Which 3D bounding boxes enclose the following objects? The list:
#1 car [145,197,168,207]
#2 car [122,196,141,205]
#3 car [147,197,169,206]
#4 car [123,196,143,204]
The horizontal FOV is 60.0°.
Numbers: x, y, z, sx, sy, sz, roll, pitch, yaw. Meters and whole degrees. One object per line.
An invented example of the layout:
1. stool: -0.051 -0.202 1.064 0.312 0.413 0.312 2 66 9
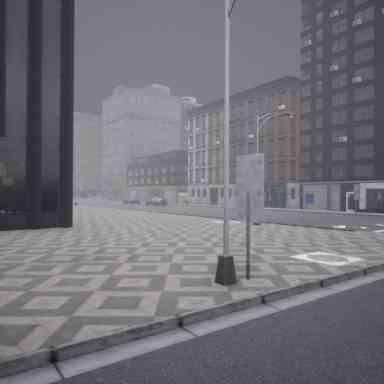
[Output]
1. car: -5.935 1.624 54.250 1.812 1.442 4.674 1 0 -36
2. car: -11.381 1.713 61.792 1.895 1.301 4.718 1 0 -36
3. car: -6.247 1.638 60.379 1.837 1.490 4.892 1 0 -36
4. car: -12.307 1.639 68.840 2.128 1.511 4.902 1 0 -36
